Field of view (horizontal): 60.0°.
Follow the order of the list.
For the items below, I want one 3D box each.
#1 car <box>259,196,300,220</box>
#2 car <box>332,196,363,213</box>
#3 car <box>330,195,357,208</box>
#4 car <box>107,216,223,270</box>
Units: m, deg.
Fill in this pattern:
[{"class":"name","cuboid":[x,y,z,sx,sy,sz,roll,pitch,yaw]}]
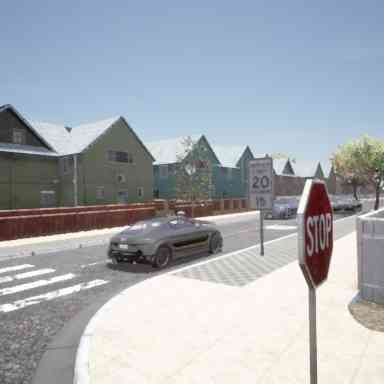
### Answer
[{"class":"car","cuboid":[7.050,1.220,26.304,2.097,1.767,4.553,-2,-1,37]},{"class":"car","cuboid":[15.133,1.330,32.173,1.895,1.301,4.718,-2,-1,37]},{"class":"car","cuboid":[19.674,1.240,42.991,2.128,1.511,4.902,-2,-1,37]},{"class":"car","cuboid":[-0.730,1.493,10.988,1.994,1.385,4.181,-2,-1,37]}]
